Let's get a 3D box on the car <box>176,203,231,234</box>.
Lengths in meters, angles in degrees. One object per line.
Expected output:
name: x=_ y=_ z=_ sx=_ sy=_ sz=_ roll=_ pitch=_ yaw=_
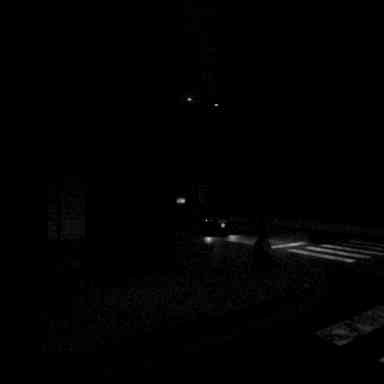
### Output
car: x=0.091 y=1.400 z=18.639 sx=2.128 sy=1.511 sz=4.902 roll=0 pitch=0 yaw=-37
